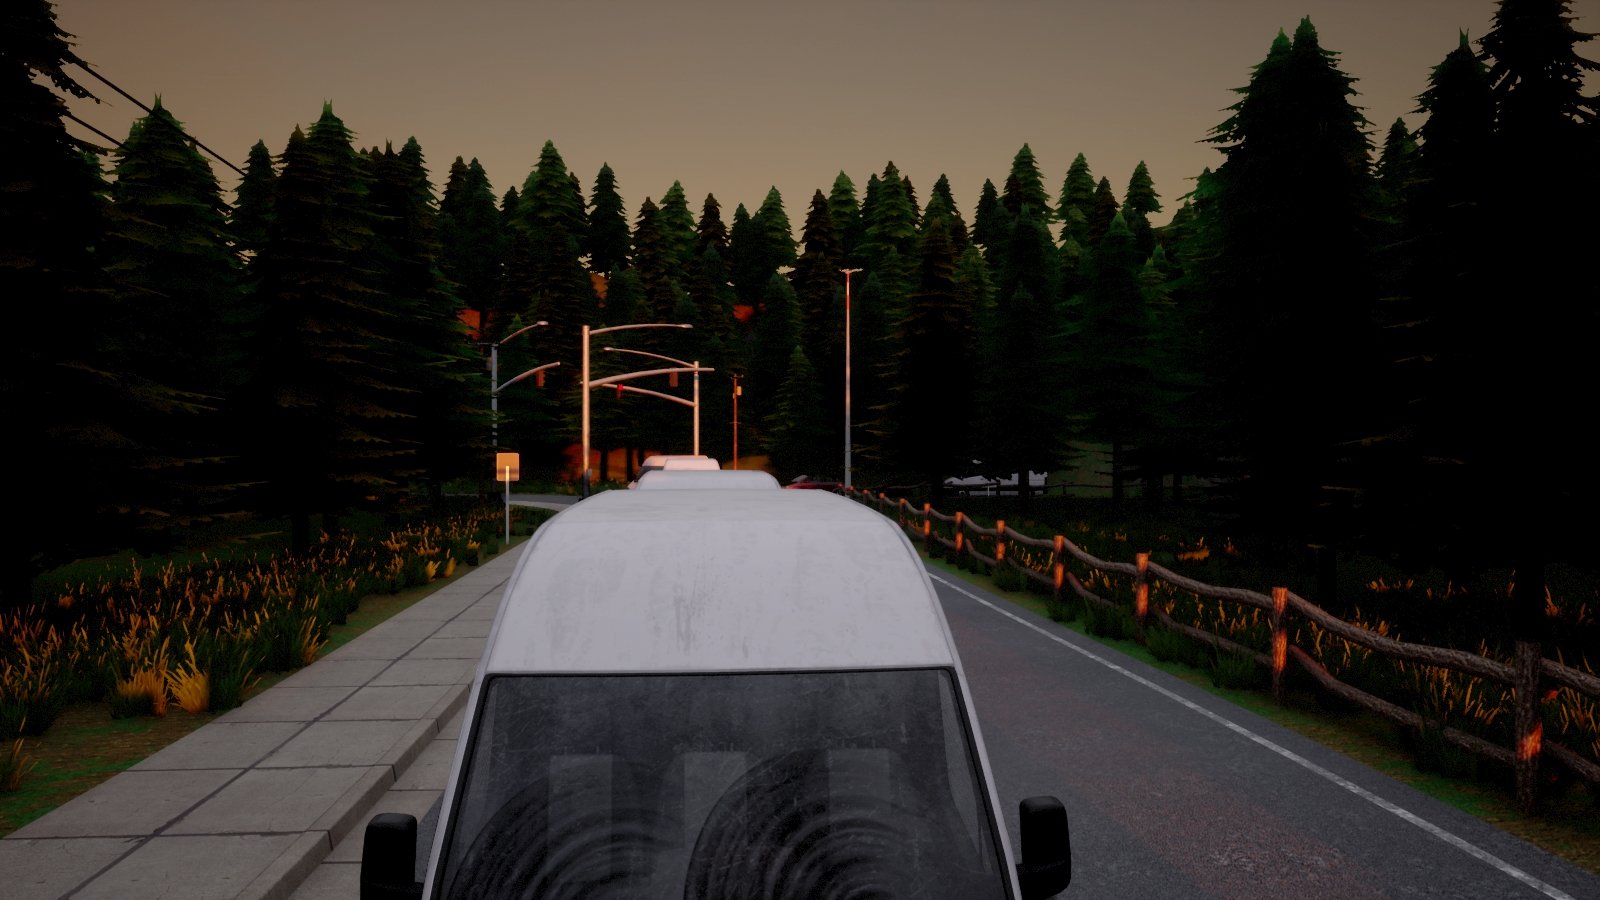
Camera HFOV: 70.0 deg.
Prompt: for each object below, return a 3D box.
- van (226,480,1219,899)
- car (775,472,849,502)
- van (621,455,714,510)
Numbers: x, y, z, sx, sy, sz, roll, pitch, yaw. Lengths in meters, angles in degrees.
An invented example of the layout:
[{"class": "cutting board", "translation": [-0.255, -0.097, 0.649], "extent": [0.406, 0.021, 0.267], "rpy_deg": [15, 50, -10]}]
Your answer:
[{"class": "van", "translation": [-0.363, 1.499, 5.240], "extent": [1.988, 2.561, 5.915], "rpy_deg": [0, 0, -5]}, {"class": "car", "translation": [0.658, 2.026, 63.067], "extent": [3.705, 1.549, 1.789], "rpy_deg": [0, 0, -20]}, {"class": "van", "translation": [-6.400, 1.515, 56.036], "extent": [1.988, 2.561, 5.915], "rpy_deg": [0, 0, 22]}]
